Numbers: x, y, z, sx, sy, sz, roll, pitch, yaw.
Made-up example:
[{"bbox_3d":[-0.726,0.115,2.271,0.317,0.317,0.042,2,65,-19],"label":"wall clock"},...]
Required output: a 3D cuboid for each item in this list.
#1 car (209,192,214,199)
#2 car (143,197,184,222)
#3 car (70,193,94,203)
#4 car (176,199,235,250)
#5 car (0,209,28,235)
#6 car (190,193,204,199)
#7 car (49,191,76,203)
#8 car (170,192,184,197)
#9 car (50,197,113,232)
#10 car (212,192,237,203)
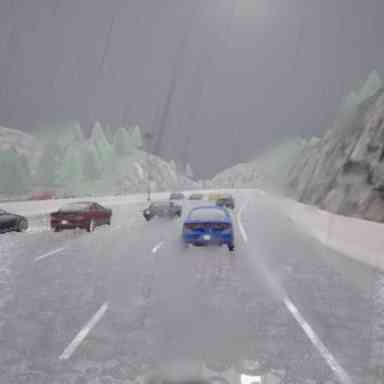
[{"bbox_3d":[4.067,0.684,57.695,1.882,1.535,5.008,0,1,10],"label":"car"},{"bbox_3d":[-1.895,1.302,23.372,1.895,1.301,4.718,0,1,8],"label":"car"},{"bbox_3d":[-17.968,0.954,54.701,1.994,1.385,4.181,0,1,11],"label":"car"},{"bbox_3d":[0.674,1.293,13.443,1.882,1.535,5.008,0,1,4],"label":"car"},{"bbox_3d":[-9.661,1.418,15.688,1.994,1.385,4.181,0,1,4],"label":"car"},{"bbox_3d":[0.819,0.769,59.393,1.994,1.385,4.181,0,1,10],"label":"car"},{"bbox_3d":[-21.418,0.759,55.267,2.097,1.767,4.553,0,1,11],"label":"car"},{"bbox_3d":[-2.647,0.712,59.898,2.128,1.511,4.902,0,1,10],"label":"car"},{"bbox_3d":[-5.894,1.271,18.388,1.882,1.535,5.008,0,1,5],"label":"car"},{"bbox_3d":[3.604,1.011,35.461,1.837,1.490,4.892,0,1,10],"label":"car"}]
